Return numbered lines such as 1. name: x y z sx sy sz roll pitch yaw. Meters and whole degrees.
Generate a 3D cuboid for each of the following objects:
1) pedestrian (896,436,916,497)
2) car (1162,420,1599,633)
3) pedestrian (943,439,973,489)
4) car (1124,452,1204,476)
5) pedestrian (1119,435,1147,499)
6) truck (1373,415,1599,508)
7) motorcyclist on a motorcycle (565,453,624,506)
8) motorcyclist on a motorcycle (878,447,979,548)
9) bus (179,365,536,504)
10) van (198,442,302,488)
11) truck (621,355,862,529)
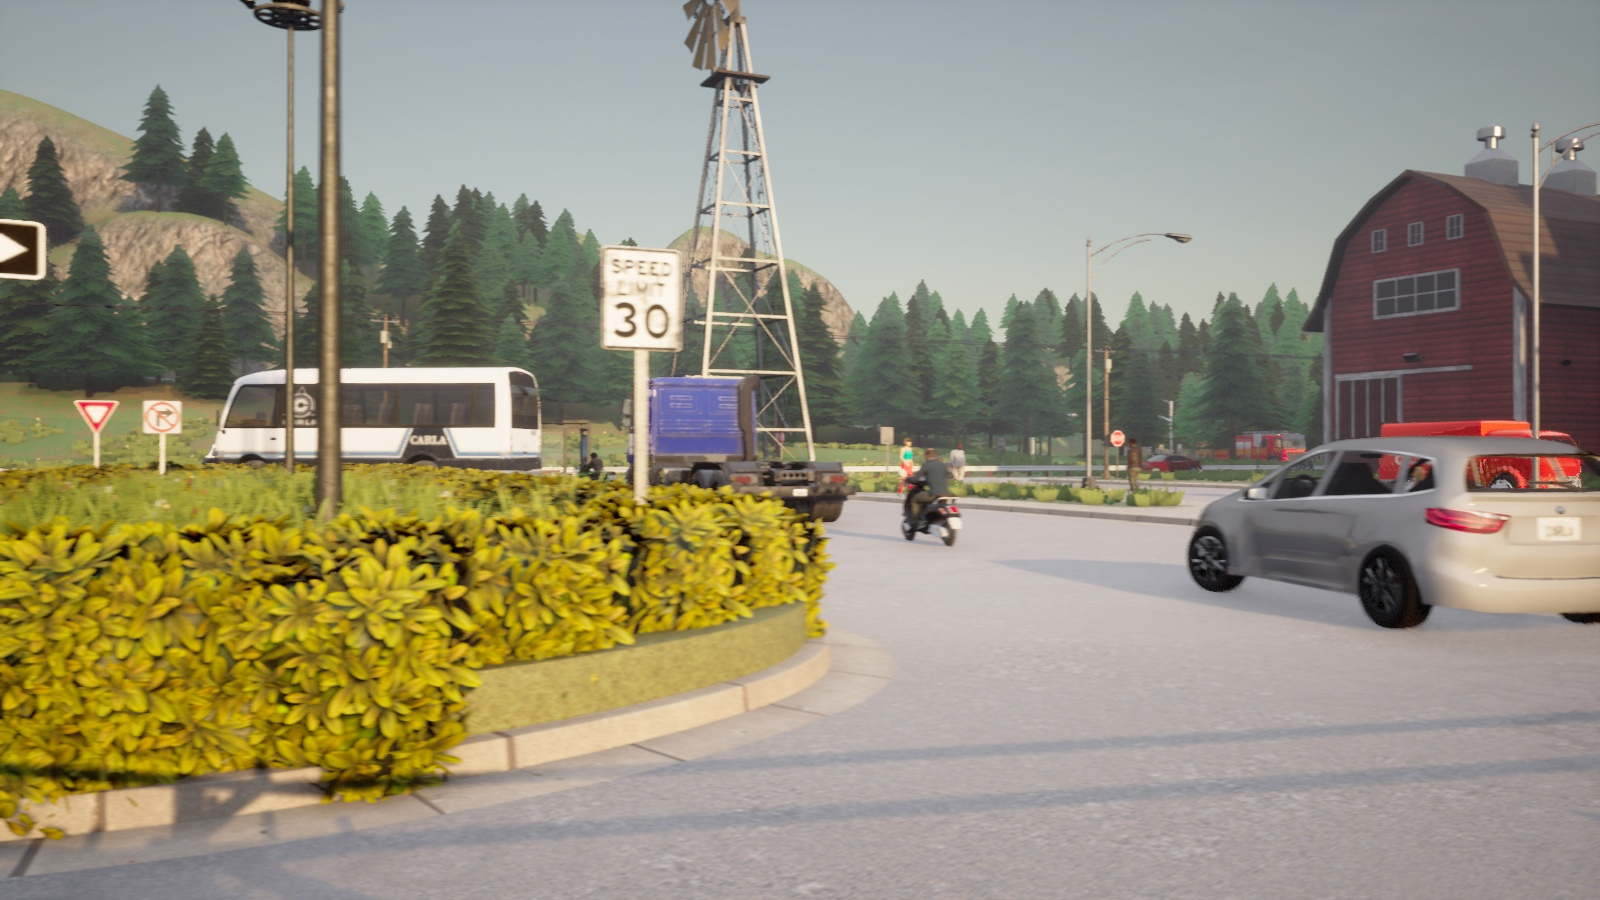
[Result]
1. pedestrian: 3.242 0.503 38.511 0.345 1.836 0.594 0 0 -29
2. car: 5.694 0.611 12.343 2.242 1.667 4.611 0 0 -11
3. pedestrian: 5.929 0.526 47.244 0.874 1.855 0.900 0 0 -12
4. car: 24.041 0.906 82.944 5.008 1.535 1.882 0 0 -23
5. pedestrian: 9.719 0.484 36.694 0.431 1.840 0.703 0 0 -24
6. truck: 19.686 0.313 36.358 2.627 2.467 5.204 0 0 -25
7. motorcyclist on a motorcycle: -6.114 0.857 37.327 0.797 1.523 2.044 0 0 -41
8. motorcyclist on a motorcycle: 2.102 0.755 20.767 0.866 1.590 1.817 0 0 -24
9. bus: -14.251 -0.468 40.976 10.273 4.253 3.944 0 0 7
10. van: -26.644 0.716 60.919 4.480 2.038 2.069 -2 0 -24
11. truck: -1.650 -0.144 29.195 2.891 3.462 7.936 0 0 -24
